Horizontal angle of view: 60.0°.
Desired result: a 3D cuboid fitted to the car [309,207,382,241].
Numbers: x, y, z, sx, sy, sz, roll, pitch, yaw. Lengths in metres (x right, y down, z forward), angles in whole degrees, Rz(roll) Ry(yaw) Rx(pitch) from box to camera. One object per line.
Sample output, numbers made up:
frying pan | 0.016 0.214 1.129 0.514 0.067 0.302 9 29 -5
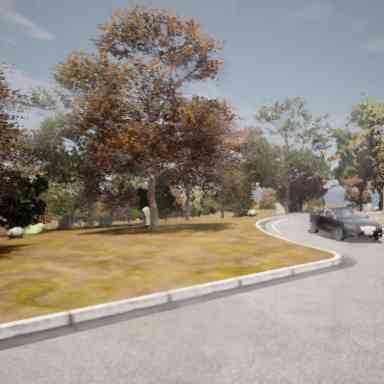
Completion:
car | 7.657 1.544 17.073 2.128 1.511 4.902 0 0 -3
